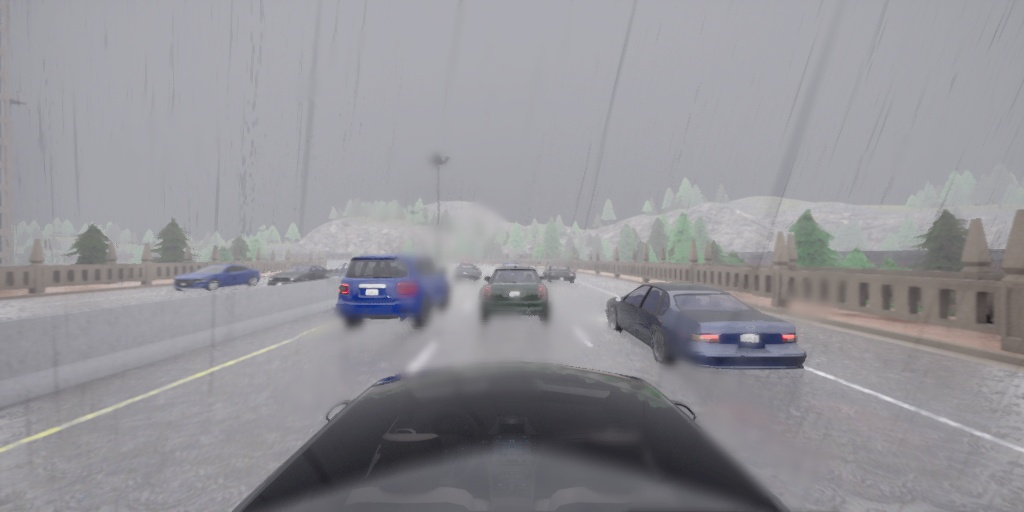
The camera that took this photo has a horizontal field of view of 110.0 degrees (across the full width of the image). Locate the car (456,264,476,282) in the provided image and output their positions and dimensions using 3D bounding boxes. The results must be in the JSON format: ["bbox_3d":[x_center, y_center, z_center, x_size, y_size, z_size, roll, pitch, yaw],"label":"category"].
[{"bbox_3d":[-3.587,1.334,29.319,1.994,1.385,4.181,0,0,-3],"label":"car"}]

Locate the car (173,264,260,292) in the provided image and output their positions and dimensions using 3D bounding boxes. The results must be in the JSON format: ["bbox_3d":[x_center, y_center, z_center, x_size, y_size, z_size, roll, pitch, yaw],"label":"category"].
[{"bbox_3d":[-17.629,1.239,21.709,1.882,1.535,5.008,0,0,-1],"label":"car"}]

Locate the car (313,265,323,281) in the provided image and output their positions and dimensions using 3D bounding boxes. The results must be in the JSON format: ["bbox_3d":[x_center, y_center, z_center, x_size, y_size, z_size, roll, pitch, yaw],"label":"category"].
[{"bbox_3d":[-10.664,1.254,23.847,2.128,1.511,4.902,0,0,-1],"label":"car"}]

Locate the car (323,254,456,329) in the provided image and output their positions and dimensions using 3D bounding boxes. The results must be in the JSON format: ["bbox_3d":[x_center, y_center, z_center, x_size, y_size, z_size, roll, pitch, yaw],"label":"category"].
[{"bbox_3d":[-3.395,0.972,11.393,2.150,2.045,5.566,0,0,0],"label":"car"}]

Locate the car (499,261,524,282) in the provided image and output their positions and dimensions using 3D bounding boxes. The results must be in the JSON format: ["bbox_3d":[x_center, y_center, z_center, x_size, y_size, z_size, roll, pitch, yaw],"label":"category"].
[{"bbox_3d":[-0.129,1.248,30.315,1.882,1.535,5.008,0,0,-3],"label":"car"}]

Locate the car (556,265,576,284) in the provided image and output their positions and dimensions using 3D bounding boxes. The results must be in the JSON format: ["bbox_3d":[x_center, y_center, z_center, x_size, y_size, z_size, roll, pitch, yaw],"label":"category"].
[{"bbox_3d":[3.517,1.366,27.459,1.895,1.301,4.718,0,0,-1],"label":"car"}]

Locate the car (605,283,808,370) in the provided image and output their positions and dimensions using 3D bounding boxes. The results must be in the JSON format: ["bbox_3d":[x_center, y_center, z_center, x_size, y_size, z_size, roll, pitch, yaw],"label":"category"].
[{"bbox_3d":[3.598,1.297,7.929,2.033,1.411,5.357,0,0,0],"label":"car"}]

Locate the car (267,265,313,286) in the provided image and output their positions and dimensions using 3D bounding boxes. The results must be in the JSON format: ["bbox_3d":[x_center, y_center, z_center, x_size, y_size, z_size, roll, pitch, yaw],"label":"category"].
[{"bbox_3d":[-14.126,1.311,24.488,2.033,1.411,5.357,0,0,0],"label":"car"}]

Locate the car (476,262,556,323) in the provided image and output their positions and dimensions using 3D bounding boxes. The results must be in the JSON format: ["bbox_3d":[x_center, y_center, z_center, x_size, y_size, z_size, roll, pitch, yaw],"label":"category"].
[{"bbox_3d":[0.106,1.103,12.317,2.097,1.767,4.553,0,0,0],"label":"car"}]
